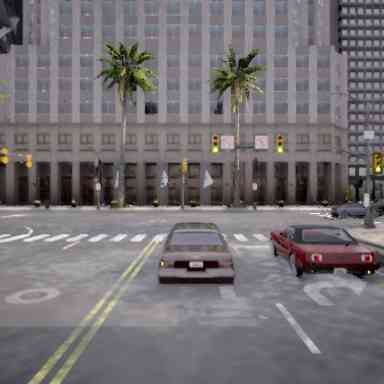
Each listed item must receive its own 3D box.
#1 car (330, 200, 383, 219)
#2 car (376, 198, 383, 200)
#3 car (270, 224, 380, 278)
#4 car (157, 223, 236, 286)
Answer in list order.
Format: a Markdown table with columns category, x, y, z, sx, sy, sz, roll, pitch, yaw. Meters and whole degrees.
| category | x | y | z | sx | sy | sz | roll | pitch | yaw |
| --- | --- | --- | --- | --- | --- | --- | --- | --- | --- |
| car | 14.868 | 1.690 | 30.291 | 4.181 | 1.385 | 1.994 | 0 | 0 | 0 |
| car | 21.380 | 1.508 | 37.463 | 4.553 | 1.767 | 2.097 | 0 | 0 | 0 |
| car | 3.704 | 1.644 | 10.310 | 1.895 | 1.301 | 4.718 | 0 | 0 | 2 |
| car | 0.096 | 1.587 | 9.538 | 2.033 | 1.411 | 5.357 | 0 | 0 | 0 |
